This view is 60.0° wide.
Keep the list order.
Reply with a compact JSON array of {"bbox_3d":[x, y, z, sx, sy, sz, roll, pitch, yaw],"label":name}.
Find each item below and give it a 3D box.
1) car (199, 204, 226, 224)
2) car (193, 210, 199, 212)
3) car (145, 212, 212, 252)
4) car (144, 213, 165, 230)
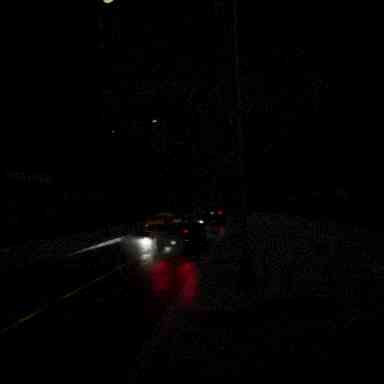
[{"bbox_3d":[2.406,2.327,35.701,2.150,2.045,5.566,-2,-2,8],"label":"car"},{"bbox_3d":[0.925,3.127,45.076,2.033,1.411,5.357,-2,-3,8],"label":"car"},{"bbox_3d":[-0.436,1.974,16.336,2.128,1.511,4.902,-2,-2,8],"label":"car"},{"bbox_3d":[-2.135,2.330,25.011,1.882,1.535,5.008,-2,-2,8],"label":"car"}]
